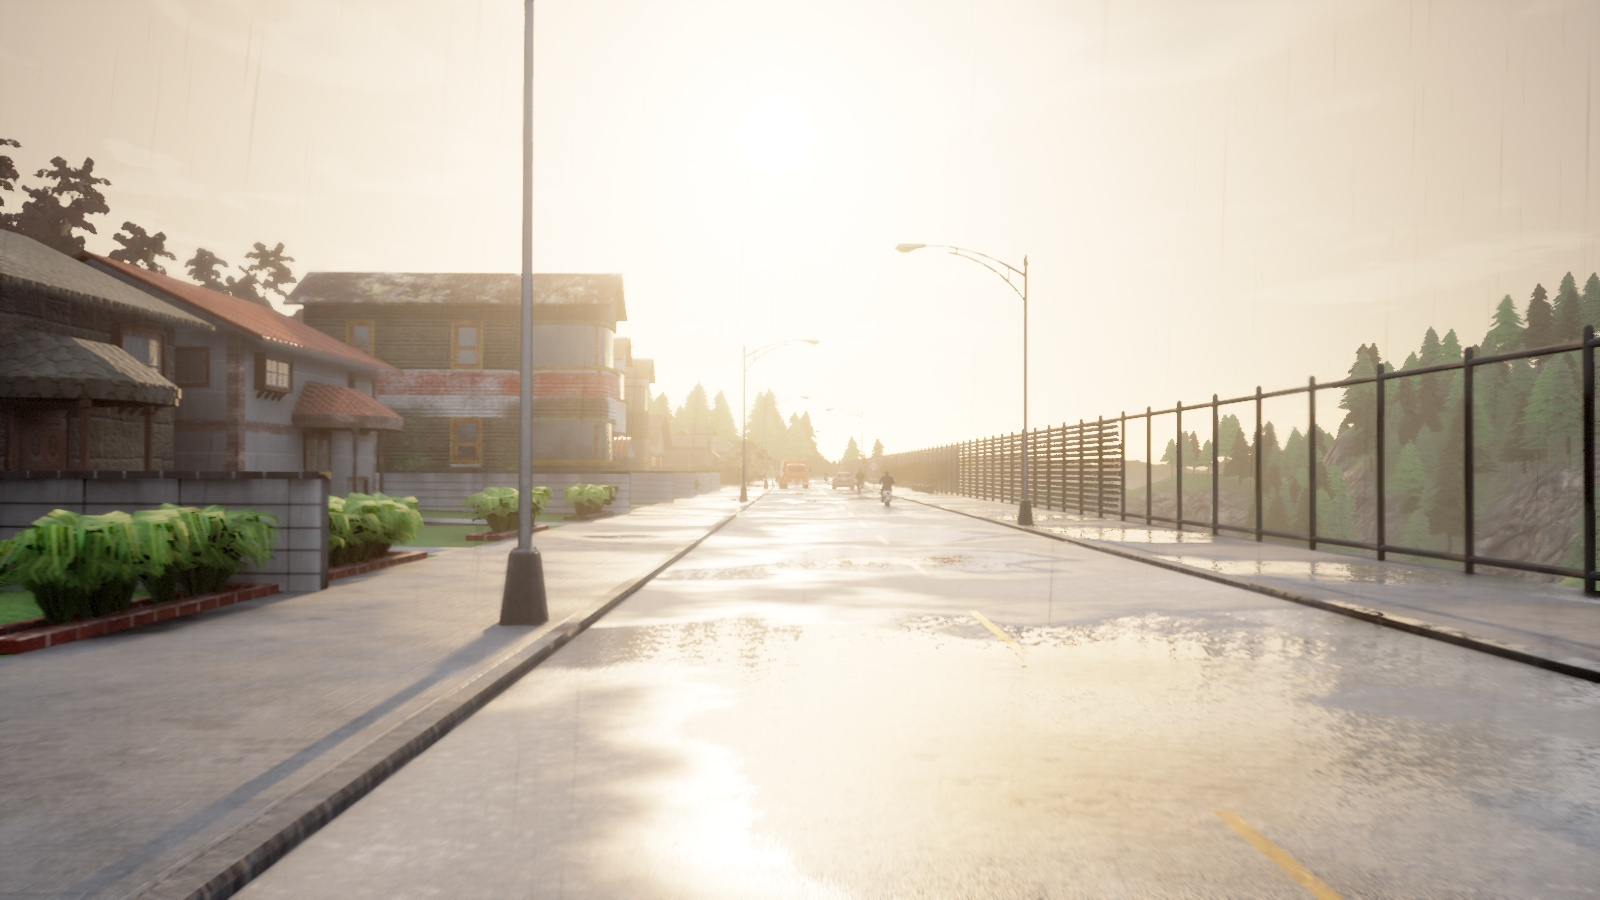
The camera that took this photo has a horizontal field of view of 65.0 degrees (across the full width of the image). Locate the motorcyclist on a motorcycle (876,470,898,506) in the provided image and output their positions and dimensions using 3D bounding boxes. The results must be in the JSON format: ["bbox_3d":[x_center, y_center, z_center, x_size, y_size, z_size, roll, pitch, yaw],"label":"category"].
[{"bbox_3d":[3.864,1.688,55.845,0.866,1.590,1.817,0,-1,0],"label":"motorcyclist on a motorcycle"}]
